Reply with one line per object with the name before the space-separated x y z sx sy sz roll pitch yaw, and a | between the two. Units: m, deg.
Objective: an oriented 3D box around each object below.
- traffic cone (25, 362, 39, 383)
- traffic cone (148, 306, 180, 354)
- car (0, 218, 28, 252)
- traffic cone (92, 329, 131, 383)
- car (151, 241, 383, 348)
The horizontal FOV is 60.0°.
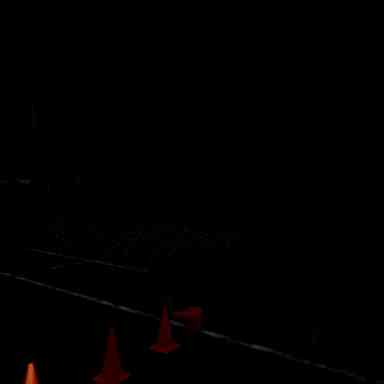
traffic cone | -1.565 1.966 3.244 0.340 0.580 0.340 0 0 36
traffic cone | -0.401 1.973 4.868 0.340 0.580 0.340 0 0 36
car | -7.916 1.619 12.769 4.206 1.307 1.802 0 0 36
traffic cone | -0.983 1.969 4.057 0.340 0.580 0.340 0 0 36
car | 1.201 1.590 6.232 4.313 1.339 1.947 0 0 36
